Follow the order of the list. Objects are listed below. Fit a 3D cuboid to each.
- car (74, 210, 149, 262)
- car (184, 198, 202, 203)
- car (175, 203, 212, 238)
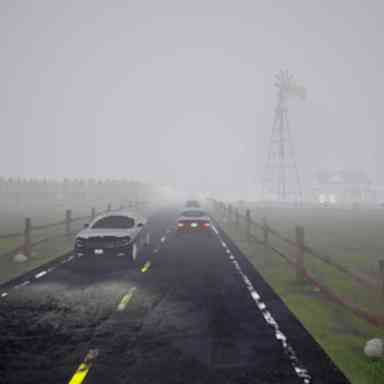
[{"bbox_3d":[-2.751,1.482,12.291,1.882,1.535,5.008,0,0,0],"label":"car"},{"bbox_3d":[0.094,1.523,39.879,1.837,1.490,4.892,0,0,0],"label":"car"},{"bbox_3d":[0.093,1.554,17.690,2.033,1.411,5.357,0,0,0],"label":"car"}]
